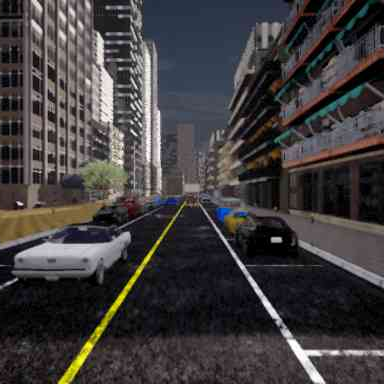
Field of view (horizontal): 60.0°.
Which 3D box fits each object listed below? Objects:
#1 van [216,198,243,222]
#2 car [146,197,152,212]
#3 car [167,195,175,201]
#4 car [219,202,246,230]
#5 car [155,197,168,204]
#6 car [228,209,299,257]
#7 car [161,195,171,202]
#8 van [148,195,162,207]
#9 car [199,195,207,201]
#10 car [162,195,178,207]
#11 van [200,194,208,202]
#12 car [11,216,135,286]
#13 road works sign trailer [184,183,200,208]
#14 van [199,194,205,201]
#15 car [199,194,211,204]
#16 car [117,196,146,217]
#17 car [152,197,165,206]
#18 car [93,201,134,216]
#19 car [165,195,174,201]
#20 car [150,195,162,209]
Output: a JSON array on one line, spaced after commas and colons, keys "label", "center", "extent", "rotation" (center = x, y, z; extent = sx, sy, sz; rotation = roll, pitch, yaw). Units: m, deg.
[{"label": "van", "center": [2.690, 1.329, 23.702], "extent": [1.690, 1.788, 3.998], "rotation": [0, 0, 0]}, {"label": "car", "center": [-5.690, 1.539, 34.749], "extent": [2.008, 1.369, 4.403], "rotation": [0, 0, 0]}, {"label": "car", "center": [-5.685, 1.576, 89.977], "extent": [2.008, 1.369, 4.403], "rotation": [0, 0, 0]}, {"label": "car", "center": [2.690, 1.514, 18.348], "extent": [1.752, 1.417, 4.829], "rotation": [0, 0, 0]}, {"label": "car", "center": [-5.687, 1.563, 62.362], "extent": [1.947, 1.339, 4.313], "rotation": [0, 0, 0]}, {"label": "car", "center": [2.690, 1.557, 12.656], "extent": [1.947, 1.339, 4.313], "rotation": [0, 0, 0]}, {"label": "car", "center": [-5.687, 1.446, 73.409], "extent": [1.967, 1.590, 4.097], "rotation": [0, 0, 0]}, {"label": "van", "center": [-5.688, 1.333, 51.316], "extent": [1.690, 1.788, 3.998], "rotation": [0, 0, 0]}, {"label": "car", "center": [2.696, 1.563, 84.452], "extent": [1.887, 1.381, 4.507], "rotation": [0, 0, 0]}, {"label": "car", "center": [-3.066, 1.469, 50.012], "extent": [1.882, 1.535, 5.008], "rotation": [0, 0, 0]}, {"label": "van", "center": [2.694, 1.347, 73.407], "extent": [1.690, 1.788, 3.998], "rotation": [0, 0, 0]}, {"label": "car", "center": [-3.081, 1.594, 9.537], "extent": [1.895, 1.301, 4.718], "rotation": [0, 0, 0]}, {"label": "road works sign trailer", "center": [0.005, 0.455, 47.692], "extent": [2.380, 3.560, 2.880], "rotation": [0, 0, 0]}, {"label": "van", "center": [2.696, 1.367, 89.975], "extent": [1.690, 1.788, 3.998], "rotation": [0, 0, 0]}, {"label": "car", "center": [2.694, 1.548, 62.362], "extent": [2.008, 1.369, 4.403], "rotation": [0, 0, 0]}, {"label": "car", "center": [-5.690, 1.303, 29.225], "extent": [2.192, 1.841, 5.009], "rotation": [0, 0, 0]}, {"label": "car", "center": [-5.688, 1.539, 56.839], "extent": [1.887, 1.381, 4.507], "rotation": [0, 0, 0]}, {"label": "car", "center": [-5.690, 1.554, 23.703], "extent": [1.947, 1.339, 4.313], "rotation": [0, 0, 0]}, {"label": "car", "center": [-5.685, 1.569, 84.453], "extent": [2.008, 1.369, 4.403], "rotation": [0, 0, 0]}, {"label": "car", "center": [-5.689, 1.541, 45.794], "extent": [2.008, 1.369, 4.403], "rotation": [0, 0, 0]}]
